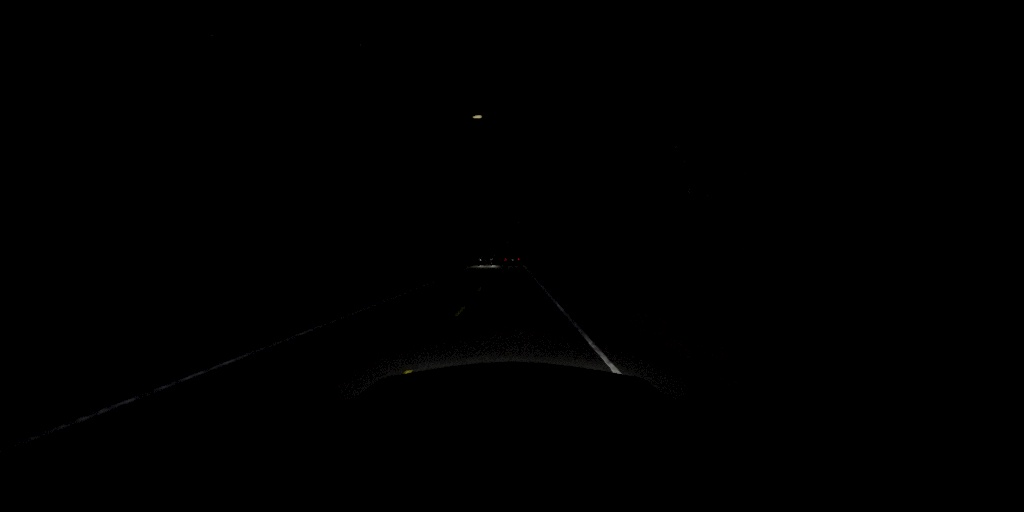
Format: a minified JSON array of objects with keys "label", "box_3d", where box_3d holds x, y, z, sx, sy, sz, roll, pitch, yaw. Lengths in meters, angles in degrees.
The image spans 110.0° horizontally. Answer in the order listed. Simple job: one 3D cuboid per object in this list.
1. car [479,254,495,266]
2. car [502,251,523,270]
[{"label":"car","box_3d":[-3.627,0.462,52.123,2.097,1.767,4.553,0,1,0]},{"label":"car","box_3d":[0.052,0.486,41.859,2.150,2.045,5.566,0,1,0]}]
